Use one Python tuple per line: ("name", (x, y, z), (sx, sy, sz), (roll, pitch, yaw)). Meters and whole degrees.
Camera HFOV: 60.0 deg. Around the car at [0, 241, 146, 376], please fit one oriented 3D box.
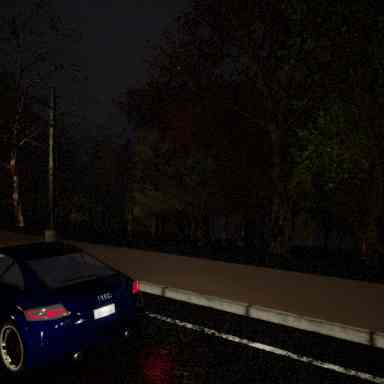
("car", (-2.775, 1.563, 5.647), (4.181, 1.385, 1.994), (0, 0, 37))
